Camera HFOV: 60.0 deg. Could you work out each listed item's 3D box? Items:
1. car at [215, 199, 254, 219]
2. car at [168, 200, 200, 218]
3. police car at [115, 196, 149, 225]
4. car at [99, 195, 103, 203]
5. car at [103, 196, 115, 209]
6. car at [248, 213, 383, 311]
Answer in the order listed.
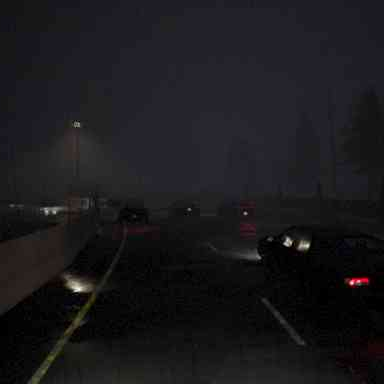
[{"bbox_3d":[3.304,1.300,26.708,1.837,1.490,4.892,0,0,-15],"label":"car"},{"bbox_3d":[-0.750,1.357,28.193,1.994,1.385,4.181,0,0,-16],"label":"car"},{"bbox_3d":[-4.111,1.266,22.831,1.930,1.638,5.238,0,0,-14],"label":"police car"},{"bbox_3d":[-14.737,1.198,51.894,2.033,1.411,5.357,0,1,-34],"label":"car"},{"bbox_3d":[-9.223,1.206,41.427,2.128,1.511,4.902,0,0,-25],"label":"car"},{"bbox_3d":[3.112,1.481,7.921,2.033,1.411,5.357,0,0,-5],"label":"car"}]
